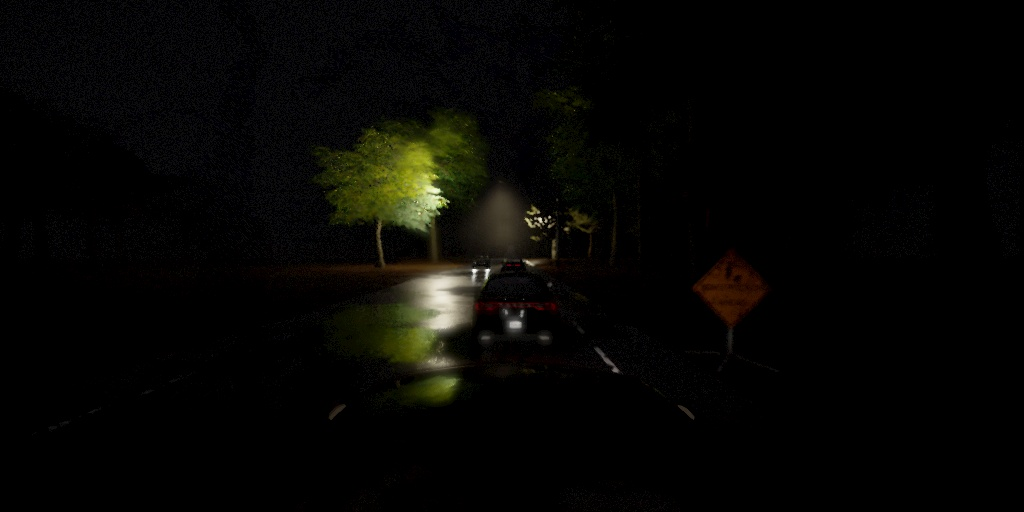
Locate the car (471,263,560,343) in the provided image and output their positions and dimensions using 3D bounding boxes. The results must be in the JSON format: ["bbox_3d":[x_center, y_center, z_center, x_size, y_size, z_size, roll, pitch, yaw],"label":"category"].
[{"bbox_3d":[0.080,1.122,9.345,1.882,1.535,5.008,0,1,0],"label":"car"}]

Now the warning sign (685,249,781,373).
[{"bbox_3d":[3.555,0.807,5.879,1.300,1.860,1.060,0,0,0],"label":"warning sign"}]

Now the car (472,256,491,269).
[{"bbox_3d":[-3.546,0.699,42.283,1.837,1.490,4.892,0,0,0],"label":"car"}]

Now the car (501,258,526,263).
[{"bbox_3d":[0.117,0.868,28.916,2.128,1.511,4.902,0,1,0],"label":"car"}]
